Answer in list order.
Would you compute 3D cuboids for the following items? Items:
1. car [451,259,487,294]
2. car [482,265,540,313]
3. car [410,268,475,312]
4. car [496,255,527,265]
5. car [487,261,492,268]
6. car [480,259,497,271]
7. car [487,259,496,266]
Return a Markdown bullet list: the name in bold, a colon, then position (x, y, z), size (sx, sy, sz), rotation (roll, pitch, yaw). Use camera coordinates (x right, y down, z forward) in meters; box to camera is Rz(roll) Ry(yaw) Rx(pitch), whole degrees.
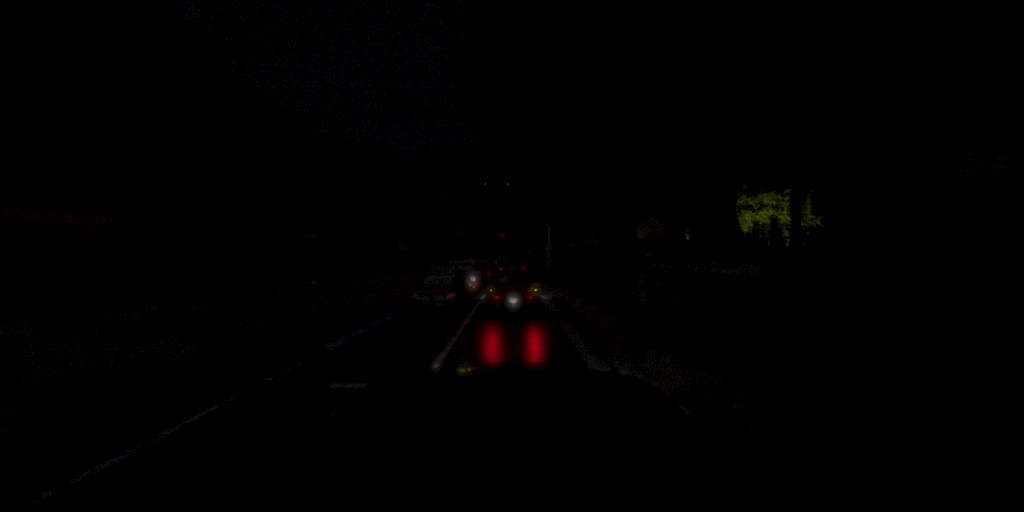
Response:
- **car**: position (-2.632, 1.125, 19.468), size (1.967, 1.591, 4.097), rotation (0, 0, 0)
- **car**: position (0.071, 1.233, 13.621), size (1.812, 1.442, 4.674), rotation (0, 0, 1)
- **car**: position (-2.634, 1.288, 13.793), size (1.802, 1.307, 4.207), rotation (0, 0, 0)
- **car**: position (0.074, 1.004, 28.399), size (2.097, 1.767, 4.553), rotation (0, 0, 0)
- **car**: position (-2.630, 1.247, 25.144), size (1.802, 1.307, 4.207), rotation (0, 0, 0)
- **car**: position (-3.006, 1.095, 46.190), size (1.837, 1.490, 4.892), rotation (0, 0, 0)
- **car**: position (-3.003, 1.093, 39.190), size (1.882, 1.535, 5.008), rotation (0, 0, 0)
